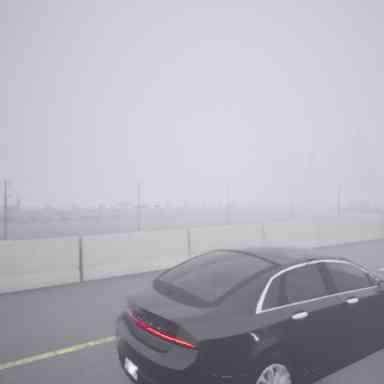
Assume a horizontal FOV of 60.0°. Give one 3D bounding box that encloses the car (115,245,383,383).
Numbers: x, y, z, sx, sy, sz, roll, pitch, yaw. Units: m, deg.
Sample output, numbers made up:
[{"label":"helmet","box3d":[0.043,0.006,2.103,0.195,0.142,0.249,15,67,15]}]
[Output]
[{"label":"car","box3d":[1.389,1.520,4.681,4.892,1.490,1.837,1,0,-35]}]
